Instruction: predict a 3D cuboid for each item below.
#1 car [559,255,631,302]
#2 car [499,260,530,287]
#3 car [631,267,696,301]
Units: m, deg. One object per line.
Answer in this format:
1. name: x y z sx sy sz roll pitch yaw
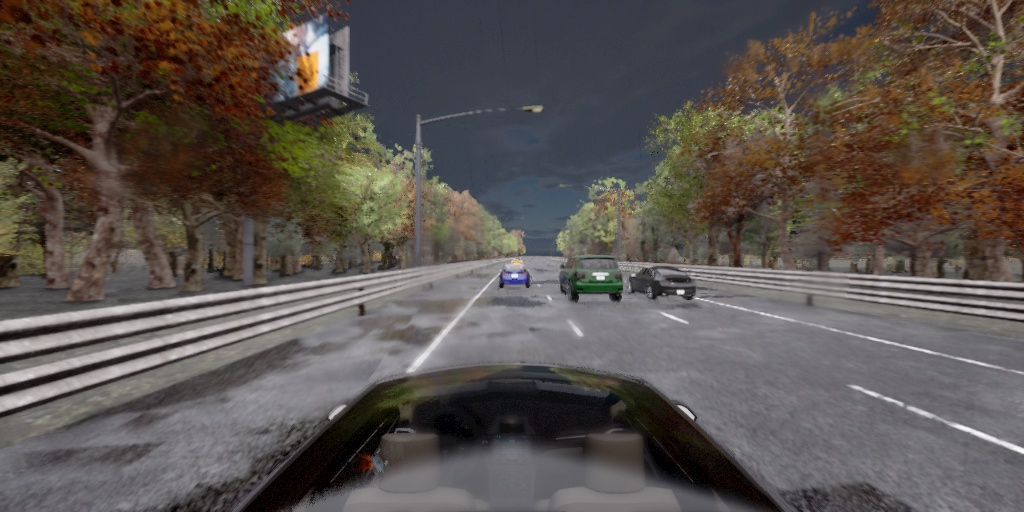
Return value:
1. car: 3.617 0.984 17.216 2.150 2.045 5.566 0 0 0
2. car: 0.190 1.265 24.493 2.163 1.488 4.792 0 0 1
3. car: 7.132 1.272 17.540 1.837 1.490 4.892 0 0 0
